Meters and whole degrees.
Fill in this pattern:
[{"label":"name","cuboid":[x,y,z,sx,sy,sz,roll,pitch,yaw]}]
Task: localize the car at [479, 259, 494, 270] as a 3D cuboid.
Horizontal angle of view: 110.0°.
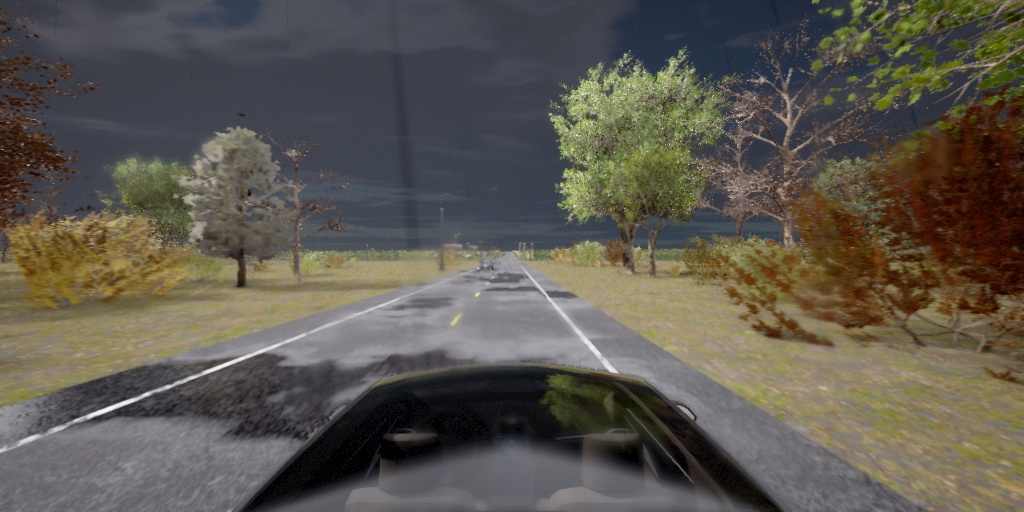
[{"label":"car","cuboid":[-3.512,1.194,50.469,2.128,1.511,4.902,0,0,0]}]
